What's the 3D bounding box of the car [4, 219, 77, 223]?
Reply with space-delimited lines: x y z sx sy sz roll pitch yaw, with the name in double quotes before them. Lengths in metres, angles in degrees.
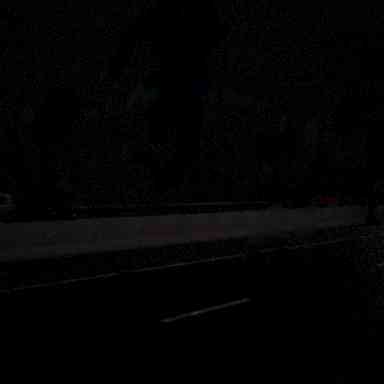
"car" -7.819 1.234 15.607 4.553 1.767 2.097 0 0 -35
